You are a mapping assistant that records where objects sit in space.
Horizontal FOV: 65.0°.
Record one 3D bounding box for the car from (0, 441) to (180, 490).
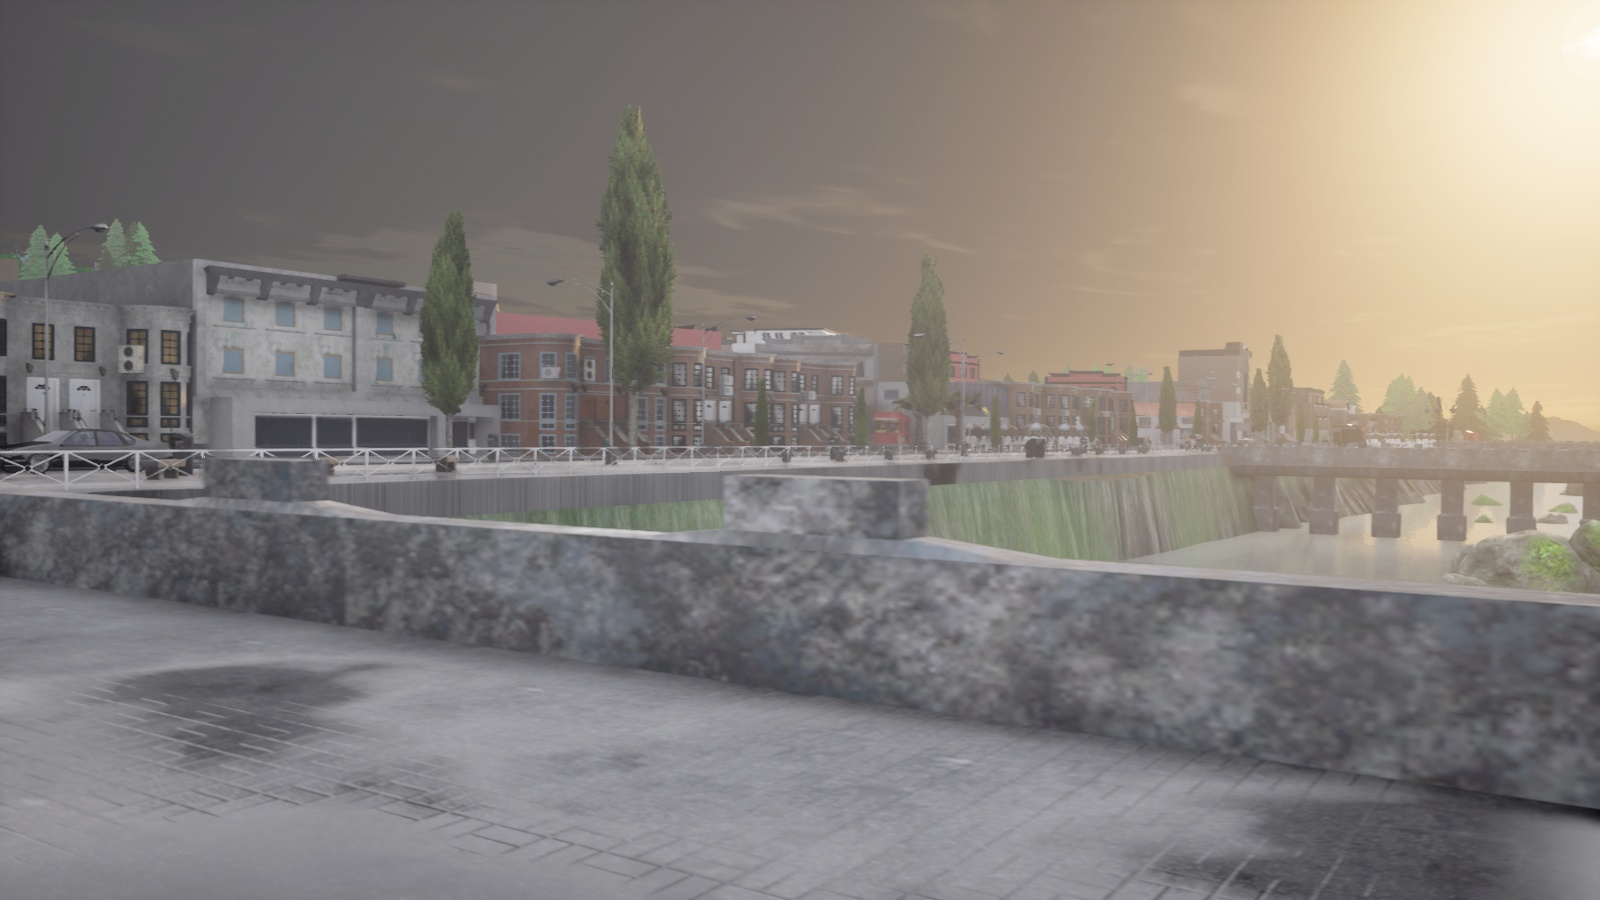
[{"bbox_3d":[-22.875,0.441,39.956,2.033,1.411,5.357,0,1,34],"label":"car"}]
